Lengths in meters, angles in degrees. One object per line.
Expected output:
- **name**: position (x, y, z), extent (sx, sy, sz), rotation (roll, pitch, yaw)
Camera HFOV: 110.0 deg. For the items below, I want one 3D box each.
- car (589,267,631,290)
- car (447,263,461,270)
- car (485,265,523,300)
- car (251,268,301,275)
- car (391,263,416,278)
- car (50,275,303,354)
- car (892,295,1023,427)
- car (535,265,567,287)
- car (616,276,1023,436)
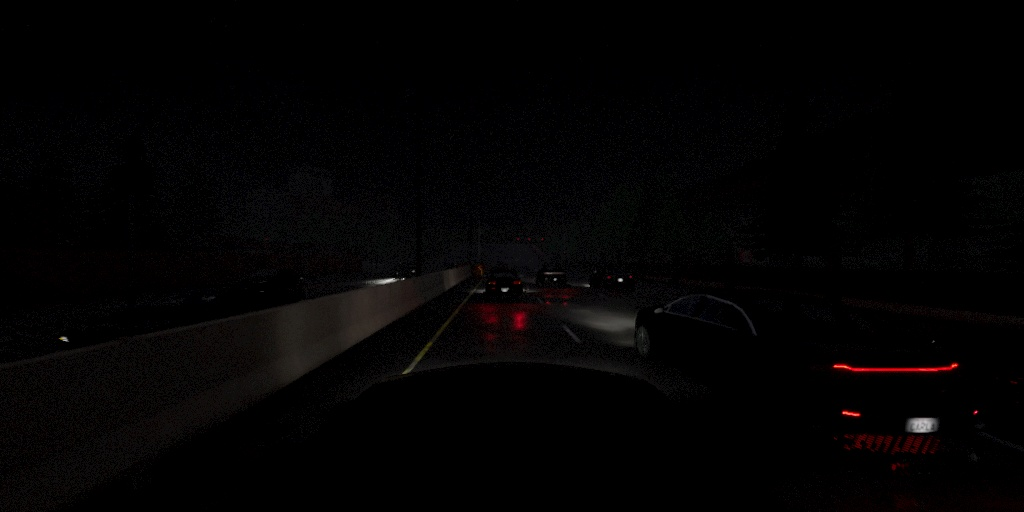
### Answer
- **car**: position (6.428, 1.427, 23.487), extent (1.994, 1.385, 4.181), rotation (0, 0, -2)
- **car**: position (-8.761, 1.711, 55.162), extent (1.994, 1.385, 4.181), rotation (0, 0, -2)
- **car**: position (-0.415, 1.389, 18.664), extent (1.812, 1.442, 4.674), rotation (0, -1, -2)
- **car**: position (-14.735, 1.477, 22.053), extent (1.812, 1.442, 4.674), rotation (0, -1, -2)
- **car**: position (-11.809, 1.542, 39.273), extent (2.128, 1.511, 4.902), rotation (0, 0, -2)
- **car**: position (-7.283, 1.378, 8.874), extent (2.033, 1.411, 5.357), rotation (0, 0, -2)
- **car**: position (6.983, 1.293, 3.545), extent (1.994, 1.385, 4.181), rotation (0, 0, -1)
- **car**: position (2.821, 1.391, 26.589), extent (2.128, 1.511, 4.902), rotation (0, 0, -2)
- **car**: position (3.465, 1.250, 5.493), extent (2.128, 1.511, 4.902), rotation (0, 0, -1)
